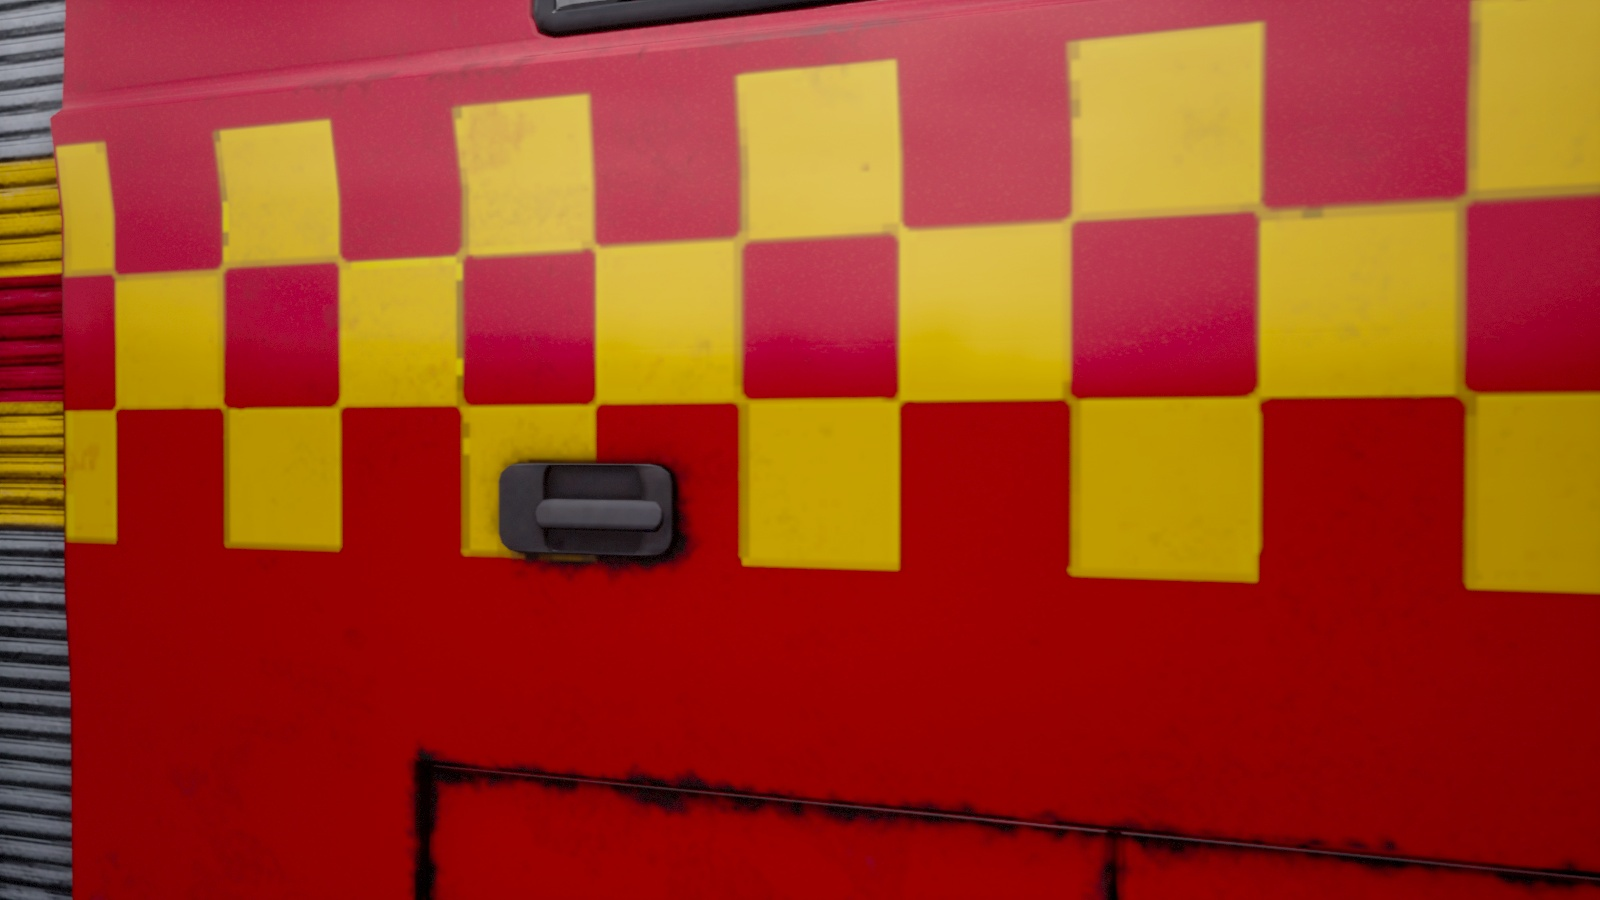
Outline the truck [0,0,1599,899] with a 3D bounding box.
[{"bbox_3d":[0.186,-0.387,3.112,8.468,3.827,2.891,1,1,19],"label":"truck"}]
